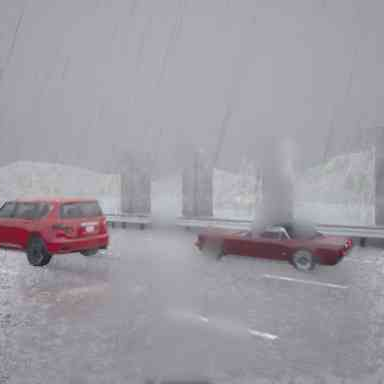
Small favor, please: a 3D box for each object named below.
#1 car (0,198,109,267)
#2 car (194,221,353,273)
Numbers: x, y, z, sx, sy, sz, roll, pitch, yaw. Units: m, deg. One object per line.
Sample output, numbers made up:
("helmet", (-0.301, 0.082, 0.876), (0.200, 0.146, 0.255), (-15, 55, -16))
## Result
("car", (-5.380, 1.222, 11.570), (5.566, 2.045, 2.150), (0, 0, 32))
("car", (2.438, 1.582, 10.649), (4.718, 1.301, 1.895), (0, 0, 34))
